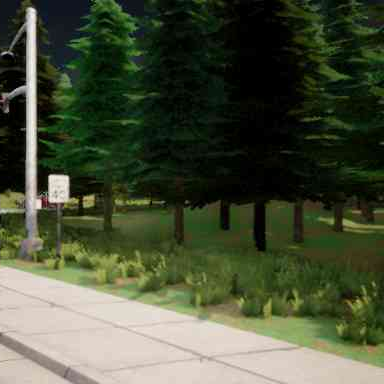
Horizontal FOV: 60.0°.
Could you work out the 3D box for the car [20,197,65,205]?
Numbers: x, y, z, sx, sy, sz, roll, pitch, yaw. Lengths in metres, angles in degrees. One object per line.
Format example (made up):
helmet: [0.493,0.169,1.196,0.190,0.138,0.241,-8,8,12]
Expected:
car: [-19.192,1.220,43.053,2.150,2.045,5.566,0,0,31]
